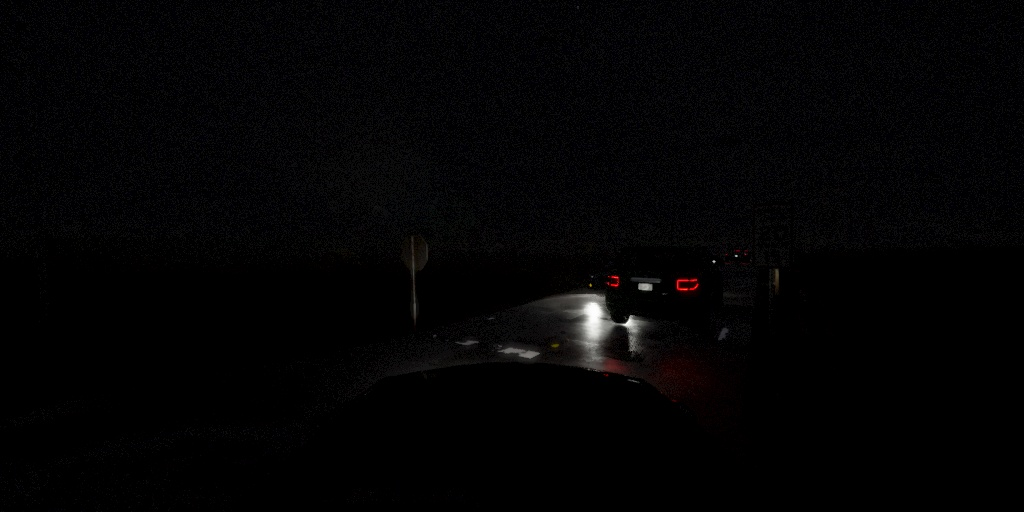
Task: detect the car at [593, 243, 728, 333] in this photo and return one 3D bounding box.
[{"bbox_3d":[4.419,0.662,9.945,2.150,2.045,5.566,1,3,35],"label":"car"}]

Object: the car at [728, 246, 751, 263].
[{"bbox_3d":[22.122,-0.106,35.165,1.994,1.385,4.181,1,2,35],"label":"car"}]

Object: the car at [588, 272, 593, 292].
[{"bbox_3d":[4.866,0.794,15.558,1.994,1.385,4.181,1,2,35],"label":"car"}]

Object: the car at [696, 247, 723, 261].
[{"bbox_3d":[22.276,-0.305,40.286,2.033,1.411,5.357,1,2,35],"label":"car"}]
